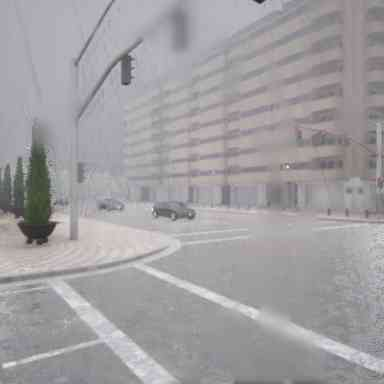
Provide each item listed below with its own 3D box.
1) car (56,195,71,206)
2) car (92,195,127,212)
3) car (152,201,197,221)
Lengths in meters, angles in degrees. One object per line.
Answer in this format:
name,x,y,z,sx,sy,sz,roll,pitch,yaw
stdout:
car,-20.974,1.587,54.895,1.895,1.301,4.718,0,0,-35
car,-9.380,1.471,38.275,2.128,1.511,4.902,0,0,-35
car,-1.546,1.488,27.152,1.837,1.490,4.892,0,0,-35
